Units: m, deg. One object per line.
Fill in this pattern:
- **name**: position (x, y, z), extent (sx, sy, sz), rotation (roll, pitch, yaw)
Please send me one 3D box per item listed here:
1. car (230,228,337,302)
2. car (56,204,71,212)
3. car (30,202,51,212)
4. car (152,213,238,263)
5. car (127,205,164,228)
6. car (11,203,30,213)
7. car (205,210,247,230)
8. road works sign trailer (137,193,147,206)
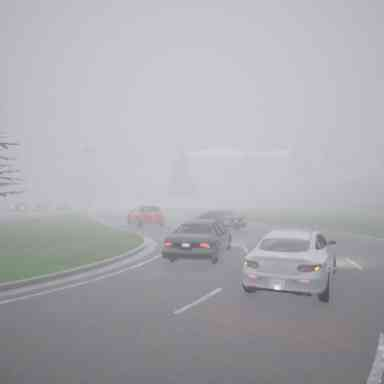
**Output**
- **car**: position (2.670, 1.661, 8.661), extent (1.812, 1.442, 4.674), rotation (-1, -1, 25)
- **car**: position (-23.659, 2.889, 61.401), extent (2.033, 1.411, 5.357), rotation (0, -1, -10)
- **car**: position (-26.978, 2.699, 59.948), extent (2.097, 1.767, 4.553), rotation (0, -1, -10)
- **car**: position (0.386, 1.784, 13.055), extent (2.033, 1.411, 5.357), rotation (-1, -1, 13)
- **car**: position (-3.903, 1.889, 27.458), extent (2.097, 1.767, 4.553), rotation (0, -1, -25)
- **car**: position (-30.411, 2.721, 59.272), extent (2.097, 1.767, 4.553), rotation (0, -1, -10)
- **car**: position (1.818, 1.961, 23.699), extent (2.033, 1.411, 5.357), rotation (0, -1, -24)
- **road works sign trailer**: position (-11.794, 2.002, 78.917), extent (2.380, 3.560, 2.880), rotation (0, -1, -11)
